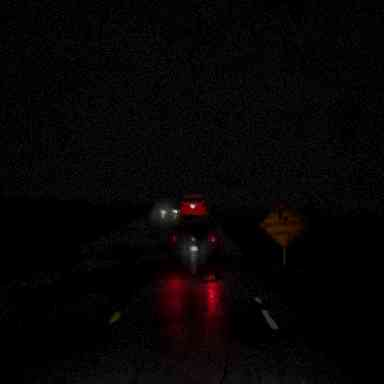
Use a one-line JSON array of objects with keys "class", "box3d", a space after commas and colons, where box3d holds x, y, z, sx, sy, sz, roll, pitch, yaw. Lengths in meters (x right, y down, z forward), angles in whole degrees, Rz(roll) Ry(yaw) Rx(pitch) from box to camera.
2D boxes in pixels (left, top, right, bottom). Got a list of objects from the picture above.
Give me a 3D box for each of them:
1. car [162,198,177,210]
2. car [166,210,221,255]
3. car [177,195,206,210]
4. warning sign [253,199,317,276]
[{"class": "car", "box3d": [-2.855, 1.582, 44.043, 1.882, 1.535, 5.008, 0, 0, 0]}, {"class": "car", "box3d": [0.075, 1.629, 13.440, 1.895, 1.301, 4.718, 0, 0, 0]}, {"class": "car", "box3d": [0.076, 1.282, 29.447, 2.150, 2.045, 5.566, 0, 0, 0]}, {"class": "warning sign", "box3d": [2.414, 1.135, 8.797, 1.300, 1.860, 1.060, -2, -2, 0]}]
